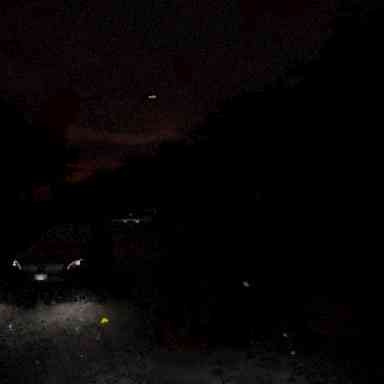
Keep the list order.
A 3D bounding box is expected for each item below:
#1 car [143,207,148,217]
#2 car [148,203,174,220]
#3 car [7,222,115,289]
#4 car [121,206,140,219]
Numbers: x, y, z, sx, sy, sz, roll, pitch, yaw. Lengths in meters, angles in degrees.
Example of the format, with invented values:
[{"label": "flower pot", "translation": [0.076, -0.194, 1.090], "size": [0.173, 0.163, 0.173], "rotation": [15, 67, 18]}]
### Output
[{"label": "car", "translation": [-5.391, 2.585, 44.648], "size": [1.994, 1.385, 4.181], "rotation": [0, -3, -14]}, {"label": "car", "translation": [-3.173, 1.977, 34.655], "size": [2.097, 1.767, 4.553], "rotation": [0, -2, -11]}, {"label": "car", "translation": [-3.413, 1.622, 9.579], "size": [1.812, 1.442, 4.674], "rotation": [0, -1, -3]}, {"label": "car", "translation": [-6.852, 2.258, 36.857], "size": [1.994, 1.385, 4.181], "rotation": [2, -3, -12]}]
